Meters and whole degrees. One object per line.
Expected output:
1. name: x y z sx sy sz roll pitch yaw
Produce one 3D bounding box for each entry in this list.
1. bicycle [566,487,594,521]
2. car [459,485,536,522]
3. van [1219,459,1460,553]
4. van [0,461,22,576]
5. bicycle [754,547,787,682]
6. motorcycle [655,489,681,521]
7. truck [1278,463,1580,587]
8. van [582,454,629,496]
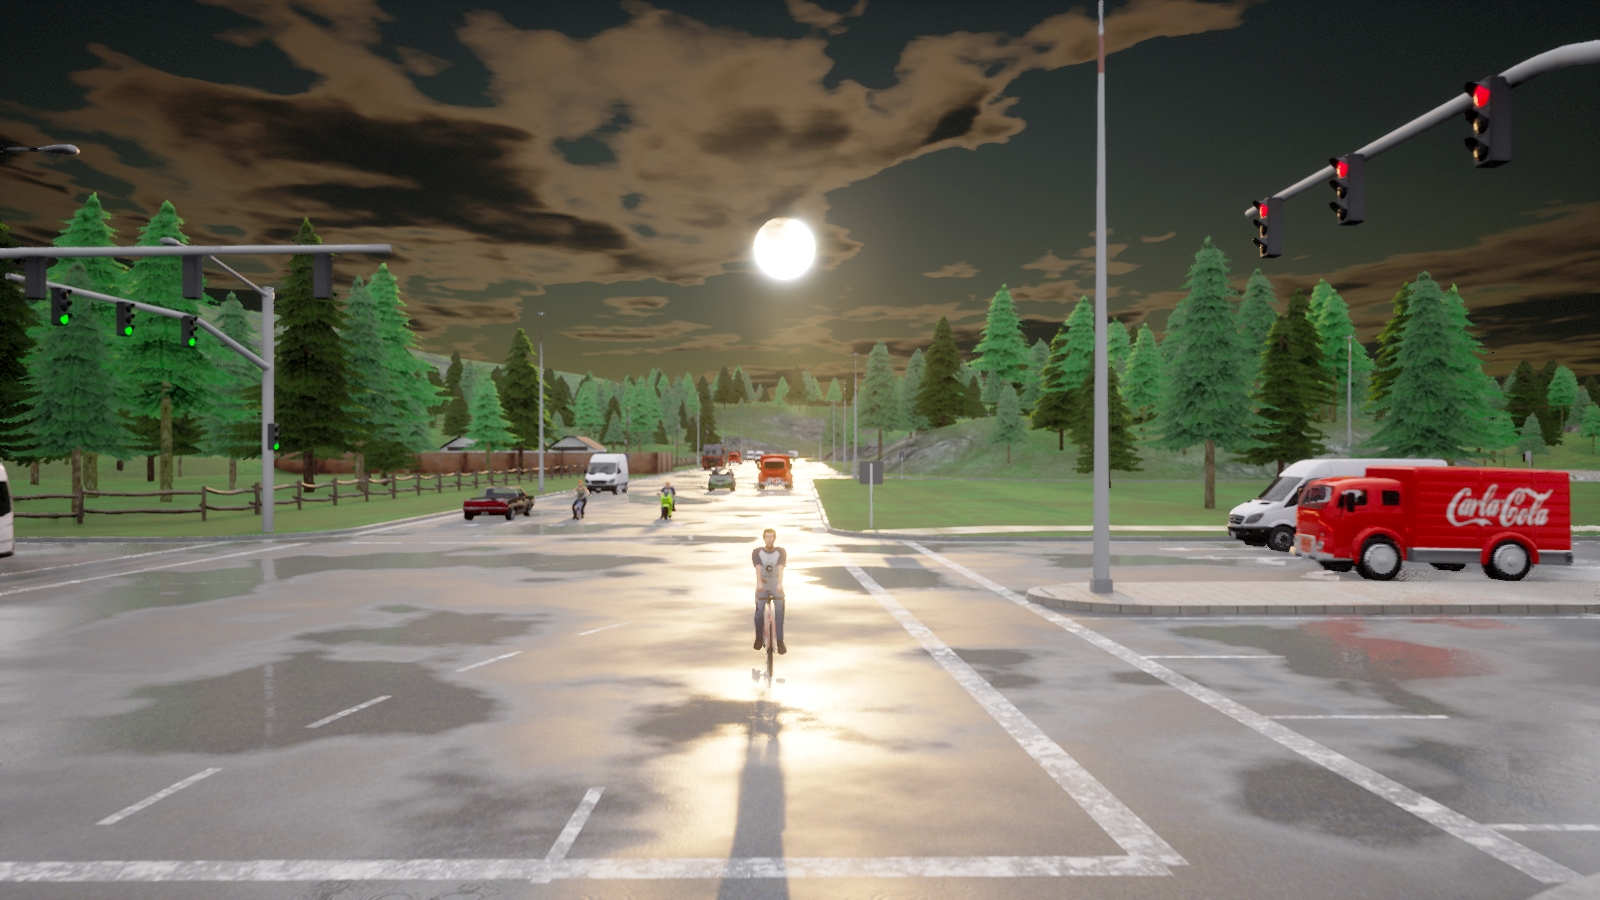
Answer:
1. bicycle: -8.824 2.166 45.834 0.859 1.277 1.487 0 0 0
2. car: -12.326 2.163 46.876 1.895 1.301 4.718 0 0 0
3. van: 15.179 1.540 32.364 5.915 2.561 1.988 0 0 -1
4. van: -20.821 1.539 25.111 5.915 2.561 1.988 0 0 -5
5. bicycle: -0.386 2.058 14.640 0.373 1.496 1.643 0 0 -3
6. motorcycle: -5.327 2.194 46.126 0.803 1.199 2.033 0 0 0
7. truck: 13.782 1.589 25.340 5.204 2.467 2.627 1 0 -1
8. van: -12.317 1.546 72.817 1.988 2.561 5.915 0 0 0
